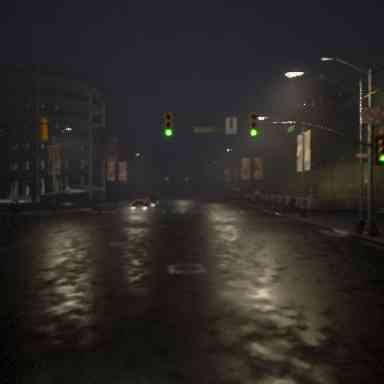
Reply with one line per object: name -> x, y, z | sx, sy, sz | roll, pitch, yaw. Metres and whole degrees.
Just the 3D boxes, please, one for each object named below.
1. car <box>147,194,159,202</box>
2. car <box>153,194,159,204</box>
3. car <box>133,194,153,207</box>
car -> -7.844, 1.173, 67.117 | 2.033, 1.411, 5.357 | 0, 0, -10
car -> -7.051, 1.190, 56.539 | 1.837, 1.490, 4.892 | 0, 0, 0
car -> -7.059, 1.216, 47.082 | 1.882, 1.535, 5.008 | 0, 0, 0
